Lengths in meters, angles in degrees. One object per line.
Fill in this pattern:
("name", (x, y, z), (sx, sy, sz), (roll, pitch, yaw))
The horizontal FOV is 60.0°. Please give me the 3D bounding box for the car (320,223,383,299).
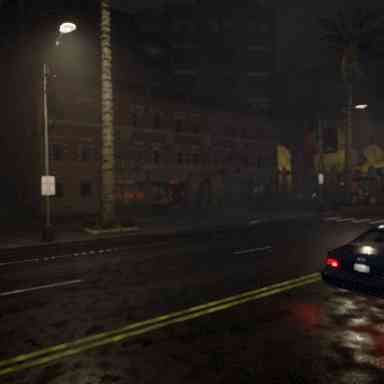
("car", (5.127, 1.380, 7.512), (5.357, 1.411, 2.033), (-1, 1, -36))
